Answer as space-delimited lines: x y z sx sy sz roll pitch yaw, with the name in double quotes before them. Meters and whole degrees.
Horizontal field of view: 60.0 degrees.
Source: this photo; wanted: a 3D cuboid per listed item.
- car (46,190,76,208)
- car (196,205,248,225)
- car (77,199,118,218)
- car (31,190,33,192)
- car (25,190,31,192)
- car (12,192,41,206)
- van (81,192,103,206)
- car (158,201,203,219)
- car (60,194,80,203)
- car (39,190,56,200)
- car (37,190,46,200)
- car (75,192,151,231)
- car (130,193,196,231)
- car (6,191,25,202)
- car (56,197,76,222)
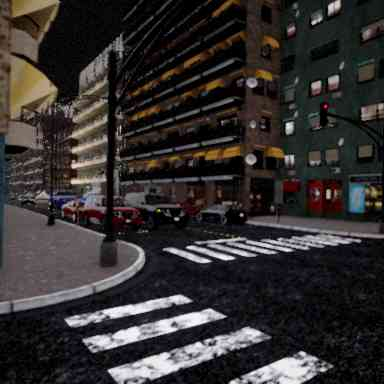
"car" -14.294 0.831 37.102 2.150 2.045 5.566 1 0 -35
"car" 2.129 1.566 23.999 1.947 1.339 4.313 2 -1 -35
"car" -8.200 1.351 28.506 1.895 1.301 4.718 1 0 -35
"car" -33.407 0.495 73.914 2.192 1.841 5.009 2 -1 -35
"car" -39.976 0.555 83.125 1.752 1.417 4.829 2 -1 -35
"car" -20.874 1.019 41.857 1.947 1.339 4.313 2 -1 -35
"van" -14.021 0.968 46.689 1.690 1.788 3.998 2 -1 -35
"car" -1.102 1.507 28.536 1.802 1.307 4.206 2 -1 -35
"car" -20.490 1.022 55.762 1.887 1.381 4.507 2 -1 -35
"car" -30.176 0.569 69.377 2.192 1.841 5.009 2 -1 -35
"car" -26.959 0.849 60.366 1.812 1.442 4.674 1 0 -35
"car" -4.708 1.142 19.172 2.192 1.841 5.009 2 -1 -35
"car" -2.426 1.106 20.407 2.150 2.045 5.566 1 0 -35
"car" -27.337 0.870 50.932 1.947 1.339 4.313 2 -1 -35
"car" -7.948 1.297 23.707 1.887 1.381 4.507 2 -1 -35
